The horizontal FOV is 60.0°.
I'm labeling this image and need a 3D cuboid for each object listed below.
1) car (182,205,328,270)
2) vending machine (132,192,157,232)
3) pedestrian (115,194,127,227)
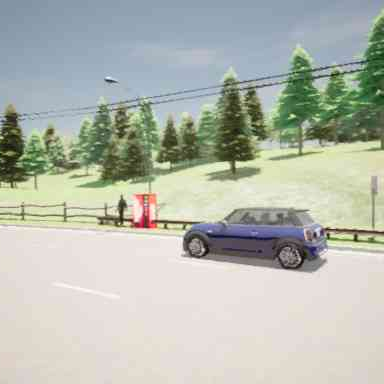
[{"bbox_3d":[1.884,1.249,10.817,4.553,1.767,2.097,0,1,33],"label":"car"},{"bbox_3d":[-2.619,1.077,18.305,0.880,2.100,1.100,0,0,28],"label":"vending machine"},{"bbox_3d":[-3.905,1.033,18.591,0.375,1.860,0.375,0,0,27],"label":"pedestrian"}]
